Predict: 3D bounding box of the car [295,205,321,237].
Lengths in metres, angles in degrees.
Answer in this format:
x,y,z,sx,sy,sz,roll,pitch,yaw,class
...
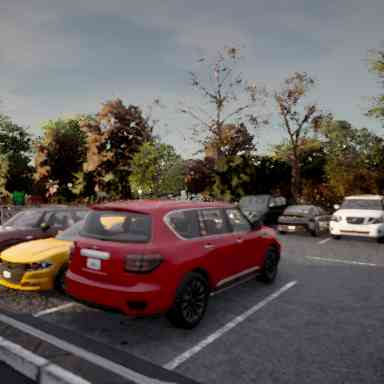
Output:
x,y,z,sx,sy,sz,roll,pitch,yaw,class
6.149,1.434,17.897,2.231,1.521,4.892,0,0,35,car

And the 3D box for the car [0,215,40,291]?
x,y,z,sx,sy,sz,roll,pitch,yaw,class
-2.354,1.426,8.886,2.097,1.535,5.008,0,0,35,car

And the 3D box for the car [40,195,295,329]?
x,y,z,sx,sy,sz,roll,pitch,yaw,class
0.052,1.183,7.233,2.435,2.045,5.566,1,0,35,car

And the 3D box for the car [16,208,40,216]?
x,y,z,sx,sy,sz,roll,pitch,yaw,class
-4.826,1.291,10.648,2.185,1.767,4.553,0,0,35,car

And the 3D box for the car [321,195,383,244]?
x,y,z,sx,sy,sz,roll,pitch,yaw,class
8.425,1.194,16.278,2.435,2.045,5.566,0,0,35,car
